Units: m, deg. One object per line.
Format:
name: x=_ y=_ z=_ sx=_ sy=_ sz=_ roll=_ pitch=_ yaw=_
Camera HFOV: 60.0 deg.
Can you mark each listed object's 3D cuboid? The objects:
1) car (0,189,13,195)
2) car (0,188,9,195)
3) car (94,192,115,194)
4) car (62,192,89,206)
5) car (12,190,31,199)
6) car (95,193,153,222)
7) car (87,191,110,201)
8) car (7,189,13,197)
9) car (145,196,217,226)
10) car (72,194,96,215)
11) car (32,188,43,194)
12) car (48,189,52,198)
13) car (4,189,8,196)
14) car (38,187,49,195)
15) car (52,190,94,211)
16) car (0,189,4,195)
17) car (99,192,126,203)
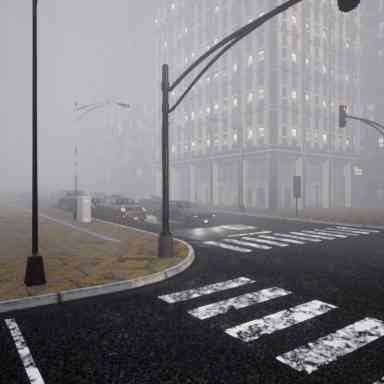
car: x=-40.298 y=0.015 z=72.089 sx=1.947 sy=1.339 sz=4.313 roll=1 pitch=0 yaw=-36
car: x=-43.541 y=-0.113 z=76.622 sx=1.887 sy=1.381 sz=4.507 roll=1 pitch=0 yaw=-36
car: x=-6.617 y=0.980 z=29.444 sx=2.128 sy=1.511 sz=4.902 roll=0 pitch=1 yaw=-36
car: x=-14.007 y=0.770 z=39.799 sx=1.812 sy=1.442 sz=4.674 roll=0 pitch=1 yaw=-35
car: x=-27.324 y=0.422 z=53.955 sx=1.887 sy=1.381 sz=4.507 roll=1 pitch=0 yaw=-36
car: x=-4.617 y=1.069 z=22.222 sx=1.967 sy=1.590 sz=4.097 roll=1 pitch=0 yaw=-36
car: x=-14.062 y=0.644 z=49.821 sx=1.947 sy=1.339 sz=4.313 roll=1 pitch=0 yaw=-36
car: x=-30.567 y=0.321 z=58.489 sx=2.008 sy=1.369 sz=4.403 roll=1 pitch=0 yaw=-36
car: x=-0.695 y=1.232 z=21.180 sx=2.033 sy=1.411 sz=5.357 roll=0 pitch=1 yaw=-34
car: x=-7.864 y=1.103 z=26.756 sx=1.802 sy=1.307 sz=4.206 roll=1 pitch=0 yaw=-36
car: x=-40.019 y=-0.213 z=86.102 sx=1.947 sy=1.339 sz=4.313 roll=1 pitch=0 yaw=-36
car: x=-23.115 y=0.378 z=58.000 sx=1.812 sy=1.442 sz=4.674 roll=0 pitch=1 yaw=-36
car: x=-33.811 y=0.208 z=63.022 sx=1.887 sy=1.381 sz=4.507 roll=1 pitch=0 yaw=-36
car: x=-33.529 y=-0.020 z=77.031 sx=1.887 sy=1.381 sz=4.507 roll=1 pitch=0 yaw=-36
car: x=-11.101 y=0.729 z=31.288 sx=2.192 sy=1.841 sz=5.009 roll=1 pitch=0 yaw=-36
car: x=-37.054 y=0.107 z=67.556 sx=2.008 sy=1.369 sz=4.403 roll=1 pitch=0 yaw=-36
car: x=-10.915 y=0.707 z=45.425 sx=1.752 sy=1.417 sz=4.829 roll=1 pitch=0 yaw=-36
